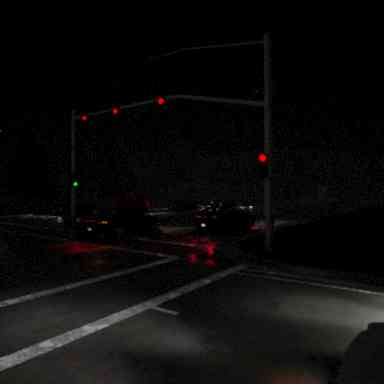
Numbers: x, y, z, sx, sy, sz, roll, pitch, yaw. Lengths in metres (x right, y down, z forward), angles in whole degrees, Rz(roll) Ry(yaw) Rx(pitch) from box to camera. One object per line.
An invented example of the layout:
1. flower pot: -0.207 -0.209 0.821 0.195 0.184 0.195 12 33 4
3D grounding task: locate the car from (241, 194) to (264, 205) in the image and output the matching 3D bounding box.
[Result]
1. car: 10.698 1.419 58.511 2.150 2.045 5.566 -1 0 35

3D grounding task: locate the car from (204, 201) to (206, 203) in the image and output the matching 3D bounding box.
1. car: 3.909 1.778 61.017 1.812 1.442 4.674 -1 0 36

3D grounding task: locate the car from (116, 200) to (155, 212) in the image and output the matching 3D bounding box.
1. car: -7.517 1.798 44.740 2.033 1.411 5.357 -1 0 35

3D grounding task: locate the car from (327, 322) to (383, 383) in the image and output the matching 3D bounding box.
1. car: 3.204 1.588 1.705 4.718 1.301 1.895 -1 0 36

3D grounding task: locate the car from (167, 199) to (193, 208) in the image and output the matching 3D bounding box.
1. car: -1.855 1.816 52.844 1.994 1.385 4.181 -1 0 35

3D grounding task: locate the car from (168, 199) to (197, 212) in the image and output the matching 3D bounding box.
1. car: -1.085 1.688 41.727 2.128 1.511 4.902 -1 0 35

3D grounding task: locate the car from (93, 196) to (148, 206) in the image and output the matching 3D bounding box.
1. car: -6.754 1.417 33.578 2.150 2.045 5.566 -1 0 35

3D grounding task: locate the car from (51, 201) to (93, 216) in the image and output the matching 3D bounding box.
1. car: -13.077 1.754 36.742 1.837 1.490 4.892 -1 0 35

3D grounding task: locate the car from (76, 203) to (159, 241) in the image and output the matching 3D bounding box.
1. car: -3.607 1.580 17.588 1.882 1.535 5.008 -2 -1 27

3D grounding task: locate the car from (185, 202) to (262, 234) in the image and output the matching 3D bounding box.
1. car: 2.030 1.568 19.906 2.128 1.511 4.902 -1 0 36

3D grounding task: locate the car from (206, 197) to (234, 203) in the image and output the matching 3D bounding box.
1. car: 4.612 1.549 49.900 2.097 1.767 4.553 -1 0 35
